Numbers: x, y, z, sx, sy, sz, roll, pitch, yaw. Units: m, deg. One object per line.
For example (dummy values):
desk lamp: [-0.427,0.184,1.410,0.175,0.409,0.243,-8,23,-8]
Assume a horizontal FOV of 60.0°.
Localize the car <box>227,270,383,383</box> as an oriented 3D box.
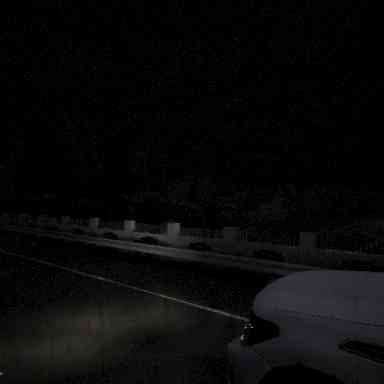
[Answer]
car: [2.907,1.224,2.033,5.566,2.045,2.150,0,0,40]
